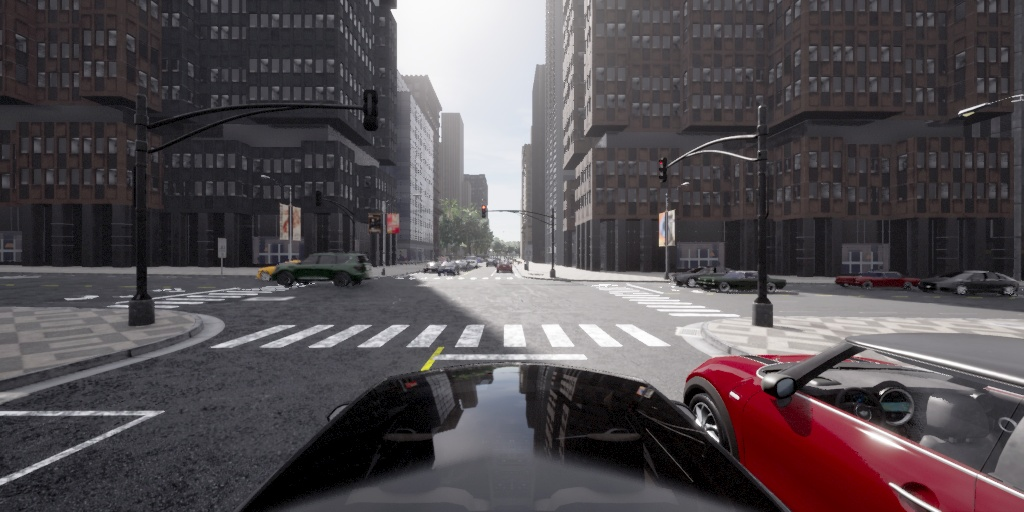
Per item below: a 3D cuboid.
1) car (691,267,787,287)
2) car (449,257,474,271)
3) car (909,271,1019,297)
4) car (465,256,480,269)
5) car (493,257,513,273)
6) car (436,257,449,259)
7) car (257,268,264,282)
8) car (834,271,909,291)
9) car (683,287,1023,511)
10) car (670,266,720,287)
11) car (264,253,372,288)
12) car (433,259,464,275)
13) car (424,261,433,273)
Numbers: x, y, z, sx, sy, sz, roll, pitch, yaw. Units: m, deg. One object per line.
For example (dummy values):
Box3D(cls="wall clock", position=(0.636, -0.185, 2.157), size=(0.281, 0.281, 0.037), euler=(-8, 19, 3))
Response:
Box3D(cls="car", position=(14.161, 1.580, 22.352), size=(4.718, 1.301, 1.895), euler=(1, 0, -3))
Box3D(cls="car", position=(-6.831, 1.261, 48.601), size=(2.128, 1.511, 4.902), euler=(0, 0, -1))
Box3D(cls="car", position=(28.594, 1.693, 22.536), size=(4.892, 1.490, 1.837), euler=(1, 0, -1))
Box3D(cls="car", position=(-6.961, 1.015, 59.232), size=(2.150, 2.045, 5.566), euler=(0, 0, 0))
Box3D(cls="car", position=(-0.904, 1.197, 43.539), size=(1.967, 1.591, 4.097), euler=(0, 0, -1))
Box3D(cls="car", position=(-9.502, 1.084, 48.851), size=(2.192, 1.841, 5.009), euler=(0, 0, -1))
Box3D(cls="car", position=(-15.088, 1.037, 25.222), size=(5.008, 1.535, 1.882), euler=(1, 0, -1))
Box3D(cls="car", position=(26.143, 1.750, 25.750), size=(4.718, 1.301, 1.895), euler=(1, 0, -2))
Box3D(cls="car", position=(2.761, 1.190, 2.173), size=(1.967, 1.591, 4.097), euler=(0, 0, 0))
Box3D(cls="car", position=(13.854, 1.476, 25.598), size=(4.892, 1.490, 1.837), euler=(1, 0, -1))
Box3D(cls="car", position=(-11.530, 0.834, 22.017), size=(5.566, 2.045, 2.150), euler=(1, 0, -1))
Box3D(cls="car", position=(-6.684, 1.294, 38.334), size=(2.033, 1.411, 5.357), euler=(0, 0, -1))
Box3D(cls="car", position=(-9.428, 1.323, 43.426), size=(1.948, 1.339, 4.313), euler=(0, 0, -1))
